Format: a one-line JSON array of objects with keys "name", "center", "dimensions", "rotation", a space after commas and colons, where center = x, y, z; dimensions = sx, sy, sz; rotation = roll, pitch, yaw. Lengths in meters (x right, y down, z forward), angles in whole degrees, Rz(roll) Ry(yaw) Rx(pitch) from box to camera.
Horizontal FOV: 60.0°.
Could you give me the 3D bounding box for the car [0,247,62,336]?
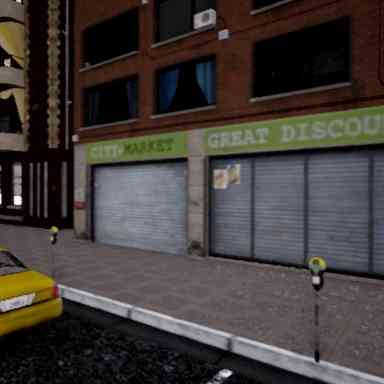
[{"name": "car", "center": [-4.286, 1.473, 5.929], "dimensions": [4.829, 1.417, 1.752], "rotation": [1, 0, 35]}]
